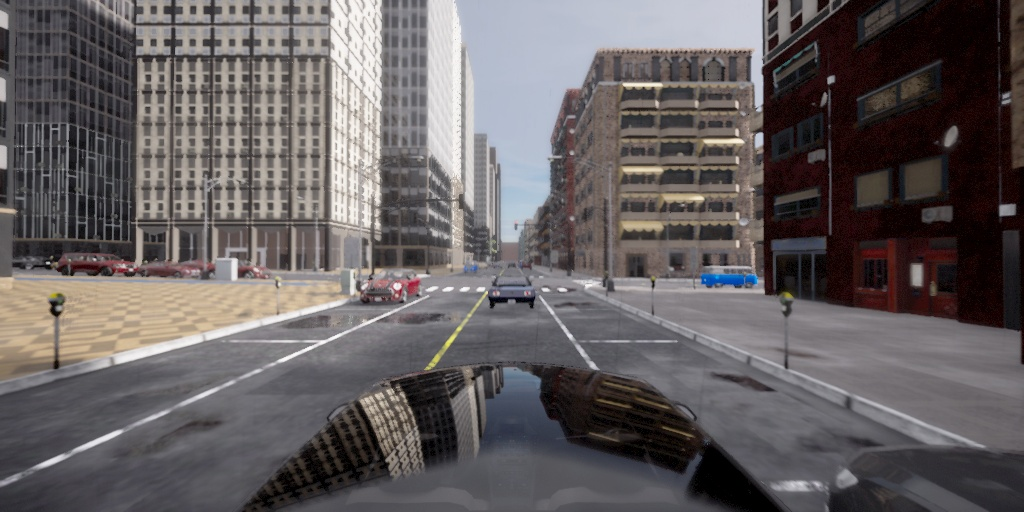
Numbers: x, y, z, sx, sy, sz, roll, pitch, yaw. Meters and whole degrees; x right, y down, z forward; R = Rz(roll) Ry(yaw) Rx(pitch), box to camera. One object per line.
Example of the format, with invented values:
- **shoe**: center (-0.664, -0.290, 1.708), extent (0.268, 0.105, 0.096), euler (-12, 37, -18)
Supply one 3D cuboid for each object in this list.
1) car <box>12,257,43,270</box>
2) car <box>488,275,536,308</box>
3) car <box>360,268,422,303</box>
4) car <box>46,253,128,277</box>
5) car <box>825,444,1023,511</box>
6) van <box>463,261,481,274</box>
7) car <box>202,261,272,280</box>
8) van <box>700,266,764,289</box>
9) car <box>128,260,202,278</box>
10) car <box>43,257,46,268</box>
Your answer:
- **car**: center (-49.111, 0.720, 36.338), extent (4.313, 1.339, 1.948), euler (0, 0, 0)
- **car**: center (0.000, 1.484, 15.963), extent (1.895, 1.301, 4.718), euler (0, 0, 0)
- **car**: center (-5.693, 1.335, 17.252), extent (1.967, 1.591, 4.097), euler (0, 0, 0)
- **car**: center (-32.300, 0.726, 27.995), extent (5.009, 1.841, 2.192), euler (0, 0, 0)
- **car**: center (2.690, 1.287, 0.307), extent (2.007, 1.370, 4.403), euler (0, 0, 0)
- **van**: center (-5.697, 1.548, 49.724), extent (1.690, 1.789, 3.998), euler (0, 0, 0)
- **car**: center (-21.151, 1.065, 28.020), extent (4.097, 1.591, 1.967), euler (0, 0, 0)
- **van**: center (16.908, 1.698, 27.967), extent (3.998, 1.789, 1.690), euler (0, 0, 0)
- **car**: center (-26.726, 1.100, 28.007), extent (4.207, 1.307, 1.802), euler (0, 0, 0)
- **car**: center (-43.705, 0.787, 36.351), extent (4.829, 1.417, 1.751), euler (0, 0, 0)
